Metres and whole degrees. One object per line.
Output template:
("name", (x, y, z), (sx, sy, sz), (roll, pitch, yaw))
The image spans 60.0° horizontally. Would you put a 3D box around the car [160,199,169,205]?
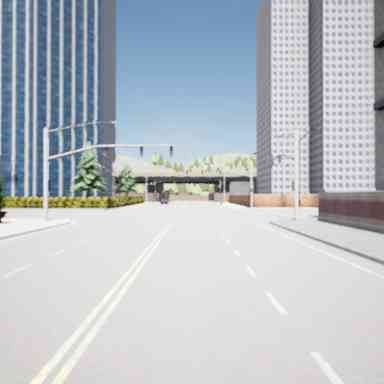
("car", (-6.983, 2.488, 83.751), (1.994, 1.385, 4.181), (0, -1, 0))
